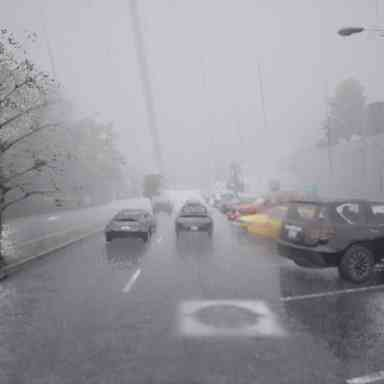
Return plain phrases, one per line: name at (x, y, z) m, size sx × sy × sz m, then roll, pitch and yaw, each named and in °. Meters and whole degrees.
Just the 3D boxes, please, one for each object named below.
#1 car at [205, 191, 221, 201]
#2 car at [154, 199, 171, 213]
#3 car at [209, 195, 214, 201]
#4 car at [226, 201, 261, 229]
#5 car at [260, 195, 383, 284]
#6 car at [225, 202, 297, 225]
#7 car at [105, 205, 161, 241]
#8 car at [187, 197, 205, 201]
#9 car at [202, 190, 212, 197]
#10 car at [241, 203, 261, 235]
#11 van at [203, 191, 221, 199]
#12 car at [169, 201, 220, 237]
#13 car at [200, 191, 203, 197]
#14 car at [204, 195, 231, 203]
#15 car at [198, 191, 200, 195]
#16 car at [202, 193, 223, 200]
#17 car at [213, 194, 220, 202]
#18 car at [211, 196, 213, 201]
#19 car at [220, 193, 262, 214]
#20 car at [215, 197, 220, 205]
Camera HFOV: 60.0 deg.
car at (5.120, 1.226, 45.492) m, size 5.566 × 2.045 × 2.435 m, roll 1°, pitch 0°, yaw -20°
car at (-2.886, 1.510, 33.656) m, size 1.837 × 1.490 × 4.892 m, roll 0°, pitch 0°, yaw 0°
car at (5.115, 1.516, 42.494) m, size 4.792 × 1.488 × 2.163 m, roll 1°, pitch 0°, yaw -20°
car at (4.905, 1.454, 18.397) m, size 5.366 × 1.575 × 1.946 m, roll 1°, pitch 0°, yaw -20°
car at (5.102, 1.210, 9.480) m, size 5.566 × 2.045 × 2.435 m, roll 1°, pitch 0°, yaw -20°
car at (5.055, 1.499, 24.452) m, size 4.792 × 1.488 × 2.163 m, roll 1°, pitch 0°, yaw -20°
car at (-2.895, 1.535, 16.516) m, size 1.994 × 1.385 × 4.181 m, roll 0°, pitch 0°, yaw 0°
car at (0.114, 1.510, 33.608) m, size 1.837 × 1.490 × 4.892 m, roll 0°, pitch 0°, yaw 0°
car at (5.073, 1.165, 54.473) m, size 5.566 × 2.045 × 2.435 m, roll 1°, pitch 1°, yaw -20°
car at (5.251, 1.458, 15.531) m, size 5.366 × 1.575 × 1.946 m, roll 1°, pitch 0°, yaw -20°
van at (5.222, 0.766, 87.518) m, size 4.442 × 1.987 × 1.878 m, roll 1°, pitch 1°, yaw -20°
car at (0.107, 1.464, 17.798) m, size 2.128 × 1.511 × 4.902 m, roll 0°, pitch 0°, yaw 0°
car at (5.080, 1.140, 78.496) m, size 4.792 × 1.488 × 2.163 m, roll 1°, pitch 1°, yaw -20°
car at (5.075, 1.301, 66.491) m, size 4.792 × 1.488 × 2.163 m, roll 1°, pitch 1°, yaw -20°
car at (5.105, 0.952, 90.460) m, size 4.892 × 1.521 × 2.231 m, roll 1°, pitch 1°, yaw -20°
car at (5.103, 1.110, 81.514) m, size 4.674 × 1.452 × 2.002 m, roll 1°, pitch 1°, yaw -20°
car at (5.119, 1.369, 36.480) m, size 4.553 × 1.767 × 2.185 m, roll 1°, pitch 0°, yaw -20°
car at (5.091, 1.536, 39.469) m, size 4.674 × 1.452 × 2.002 m, roll 1°, pitch 0°, yaw -20°
car at (5.059, 1.213, 21.450) m, size 5.566 × 2.045 × 2.435 m, roll 1°, pitch 0°, yaw -20°
car at (5.077, 1.486, 30.469) m, size 5.008 × 1.535 × 2.097 m, roll 1°, pitch 0°, yaw -20°
